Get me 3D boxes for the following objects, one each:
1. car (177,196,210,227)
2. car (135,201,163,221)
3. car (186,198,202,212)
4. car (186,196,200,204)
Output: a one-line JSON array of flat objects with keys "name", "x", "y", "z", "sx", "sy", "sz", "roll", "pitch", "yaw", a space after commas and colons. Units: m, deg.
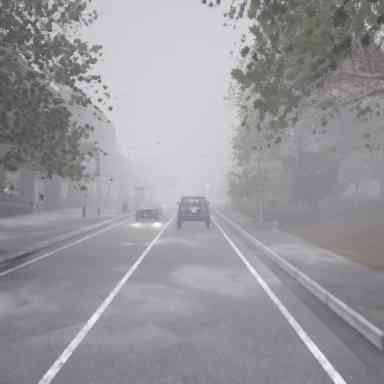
[{"name": "car", "x": 0.112, "y": 1.271, "z": 23.346, "sx": 2.150, "sy": 2.045, "sz": 5.566, "roll": 0, "pitch": 0, "yaw": 0}, {"name": "car", "x": -3.570, "y": 1.537, "z": 28.026, "sx": 1.882, "sy": 1.535, "sz": 5.008, "roll": 0, "pitch": 0, "yaw": 0}, {"name": "car", "x": 0.272, "y": 1.559, "z": 41.780, "sx": 1.882, "sy": 1.535, "sz": 5.008, "roll": 0, "pitch": 0, "yaw": 2}, {"name": "car", "x": 0.230, "y": 1.673, "z": 70.020, "sx": 2.128, "sy": 1.511, "sz": 4.902, "roll": -1, "pitch": 0, "yaw": 12}]
